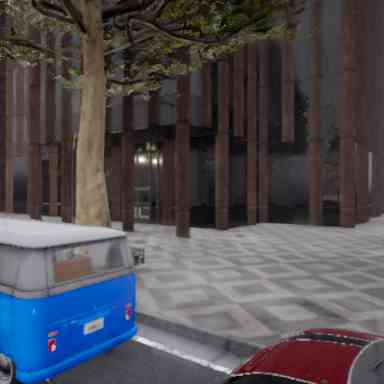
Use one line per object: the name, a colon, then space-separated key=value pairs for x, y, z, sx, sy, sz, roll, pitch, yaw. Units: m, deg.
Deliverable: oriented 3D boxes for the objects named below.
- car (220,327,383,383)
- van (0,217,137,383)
car: x=1.935 y=1.442 z=1.701 sx=4.097 sy=1.590 sz=1.967 roll=0 pitch=0 yaw=36
van: x=-2.655 y=1.329 z=4.978 sx=3.998 sy=1.788 sz=1.690 roll=0 pitch=0 yaw=36
